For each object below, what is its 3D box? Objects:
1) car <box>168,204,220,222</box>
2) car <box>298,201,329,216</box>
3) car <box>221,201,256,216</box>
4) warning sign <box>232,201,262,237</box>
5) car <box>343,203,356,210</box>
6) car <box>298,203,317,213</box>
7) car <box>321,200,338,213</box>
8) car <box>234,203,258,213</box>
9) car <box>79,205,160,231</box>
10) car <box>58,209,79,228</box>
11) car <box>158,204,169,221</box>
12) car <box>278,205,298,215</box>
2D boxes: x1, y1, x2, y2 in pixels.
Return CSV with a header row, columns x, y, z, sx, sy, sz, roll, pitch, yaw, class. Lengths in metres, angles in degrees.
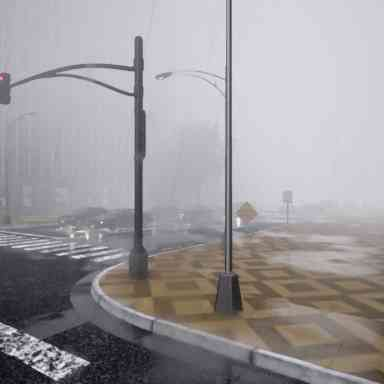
x,y,z,sx,sy,sz,roll,pitch,yaw,class
0.310,1.992,31.829,2.128,1.511,4.902,0,-1,33,car
16.241,2.343,44.374,2.128,1.511,4.902,0,-1,33,car
5.777,2.034,40.340,2.097,1.767,4.553,0,-1,33,car
3.059,1.454,18.575,1.300,1.860,1.060,1,1,33,warning sign
31.285,2.837,65.825,1.812,1.442,4.674,0,-1,33,car
19.003,2.593,54.792,1.994,1.385,4.181,0,-1,33,car
21.758,2.254,53.066,2.150,2.045,5.566,0,-1,33,car
8.096,2.370,49.885,1.812,1.442,4.674,0,-1,32,car
-4.950,1.874,23.625,2.033,1.411,5.357,0,-1,33,car
-7.822,1.844,25.153,1.812,1.442,4.674,0,-1,31,car
-2.861,1.988,32.905,1.837,1.490,4.892,0,-1,33,car
13.571,2.450,46.225,1.895,1.301,4.718,0,-1,33,car
